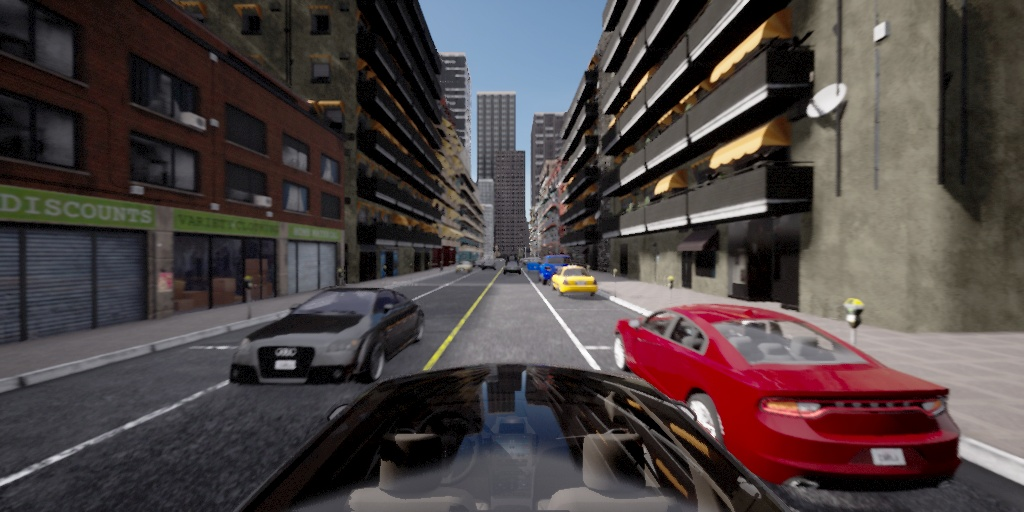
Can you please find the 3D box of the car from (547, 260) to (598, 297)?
[{"bbox_3d":[3.143,1.204,18.976,1.801,1.575,5.366,0,0,0],"label":"car"}]

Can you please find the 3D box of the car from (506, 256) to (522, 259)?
[{"bbox_3d":[0.026,0.970,53.821,2.150,2.045,5.566,0,0,1],"label":"car"}]

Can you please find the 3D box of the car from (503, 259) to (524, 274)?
[{"bbox_3d":[0.041,1.309,41.008,1.994,1.385,4.181,0,0,0],"label":"car"}]

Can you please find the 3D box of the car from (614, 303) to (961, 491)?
[{"bbox_3d":[2.688,1.294,4.789,1.888,1.381,4.507,0,0,0],"label":"car"}]

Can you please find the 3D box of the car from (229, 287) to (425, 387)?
[{"bbox_3d":[-3.082,1.313,6.931,1.994,1.385,4.181,0,0,1],"label":"car"}]

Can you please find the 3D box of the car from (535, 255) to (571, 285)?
[{"bbox_3d":[3.098,0.974,25.816,2.150,2.045,5.566,0,0,0],"label":"car"}]

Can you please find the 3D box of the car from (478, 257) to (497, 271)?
[{"bbox_3d":[-3.084,1.254,48.618,1.837,1.490,4.892,0,0,0],"label":"car"}]

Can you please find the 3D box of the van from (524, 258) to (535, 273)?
[{"bbox_3d":[2.673,1.088,43.453,1.690,1.789,3.998,0,0,0],"label":"van"}]

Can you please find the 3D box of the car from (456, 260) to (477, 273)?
[{"bbox_3d":[-5.708,1.272,43.292,1.751,1.417,4.829,0,0,0],"label":"car"}]
